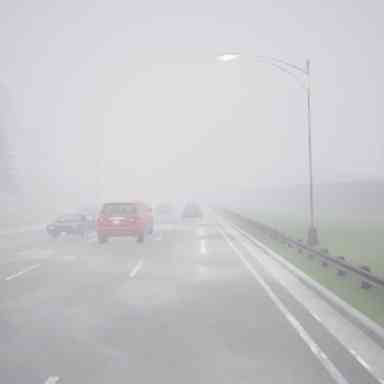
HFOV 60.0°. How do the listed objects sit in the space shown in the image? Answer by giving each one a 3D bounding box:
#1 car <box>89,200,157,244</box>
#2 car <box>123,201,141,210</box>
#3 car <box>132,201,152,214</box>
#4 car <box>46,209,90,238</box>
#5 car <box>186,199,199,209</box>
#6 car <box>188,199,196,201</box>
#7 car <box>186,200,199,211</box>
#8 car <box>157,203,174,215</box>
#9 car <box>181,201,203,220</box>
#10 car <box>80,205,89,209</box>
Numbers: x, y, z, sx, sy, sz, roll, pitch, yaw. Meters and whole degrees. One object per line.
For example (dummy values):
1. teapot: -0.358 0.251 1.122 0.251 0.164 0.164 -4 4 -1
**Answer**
1. car: -3.396 1.467 17.684 2.150 2.045 5.566 -1 0 0
2. car: -10.362 2.328 57.838 2.033 1.411 5.357 -1 0 0
3. car: -6.872 2.066 46.220 1.882 1.535 5.008 -1 0 0
4. car: -6.883 1.953 20.063 1.895 1.301 4.718 -1 -1 0
5. car: 0.034 2.020 58.429 2.128 1.511 4.902 -1 -1 0
6. car: 0.026 1.938 41.289 1.994 1.385 4.181 -1 -1 0
7. car: 0.029 1.958 50.088 1.837 1.490 4.892 -1 -1 0
8. car: -3.373 2.022 41.303 1.994 1.385 4.181 -1 0 0
9. car: 0.020 1.851 31.671 1.994 1.385 4.181 -1 -1 0
10. car: -10.377 2.061 34.460 2.128 1.511 4.902 -1 0 0
